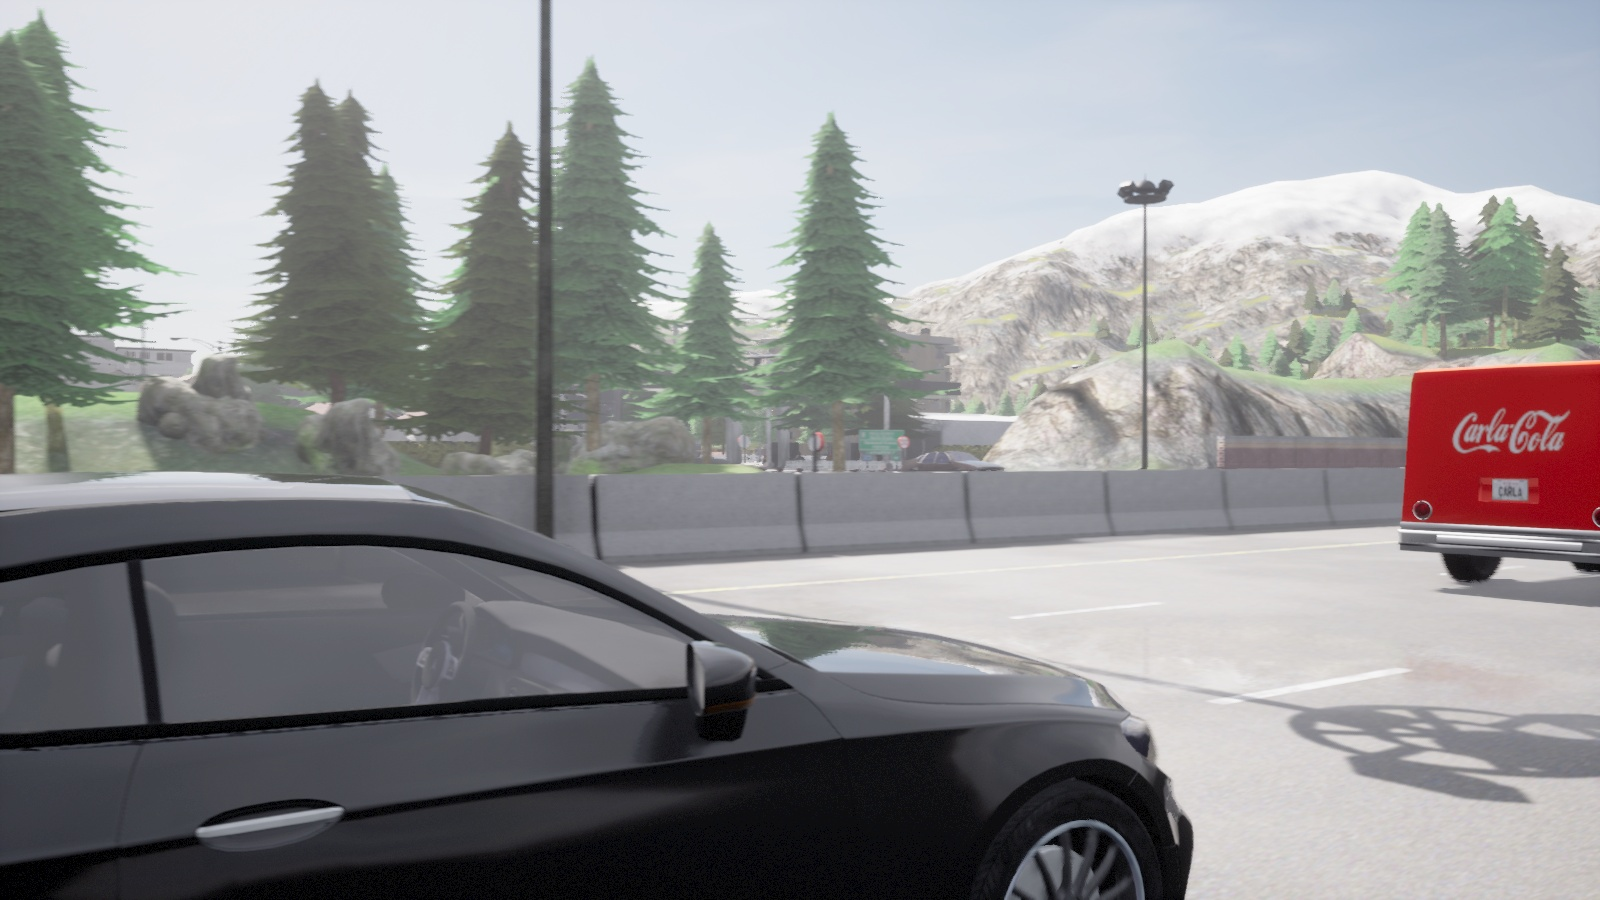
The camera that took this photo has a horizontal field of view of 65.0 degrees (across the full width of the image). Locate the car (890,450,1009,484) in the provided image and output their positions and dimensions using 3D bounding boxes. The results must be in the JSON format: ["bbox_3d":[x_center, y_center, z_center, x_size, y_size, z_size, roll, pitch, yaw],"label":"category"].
[{"bbox_3d":[6.401,0.719,54.384,2.033,1.411,5.357,0,0,-35],"label":"car"}]

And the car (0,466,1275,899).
[{"bbox_3d":[-1.125,0.780,2.876,4.674,1.442,1.812,0,0,-35],"label":"car"}]

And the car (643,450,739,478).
[{"bbox_3d":[-6.087,0.763,70.254,4.902,1.511,2.128,0,0,-35],"label":"car"}]

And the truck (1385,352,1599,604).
[{"bbox_3d":[9.461,0.275,14.510,5.204,2.467,2.627,0,0,-35],"label":"truck"}]
